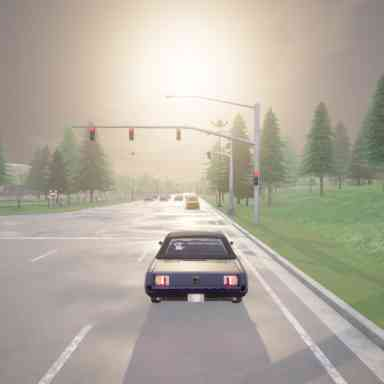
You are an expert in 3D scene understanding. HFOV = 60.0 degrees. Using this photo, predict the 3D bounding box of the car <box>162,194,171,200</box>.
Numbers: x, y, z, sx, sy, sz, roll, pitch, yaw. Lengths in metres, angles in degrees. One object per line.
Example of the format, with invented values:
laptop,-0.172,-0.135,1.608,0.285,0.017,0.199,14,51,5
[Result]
car,-6.801,1.372,90.868,2.033,1.411,5.357,0,0,0

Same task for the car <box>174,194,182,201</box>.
car,-3.323,1.545,80.857,1.994,1.385,4.181,0,0,0

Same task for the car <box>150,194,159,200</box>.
car,-10.301,1.332,90.875,1.837,1.490,4.892,0,0,0

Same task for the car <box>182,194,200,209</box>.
car,-0.018,1.081,46.350,1.882,1.535,5.008,-3,17,-3

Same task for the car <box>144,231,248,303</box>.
car,0.097,1.601,8.145,1.895,1.301,4.718,0,0,1

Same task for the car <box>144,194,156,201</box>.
car,-10.324,1.531,80.456,2.033,1.411,5.357,0,0,0

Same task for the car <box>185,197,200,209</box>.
car,0.069,1.576,49.813,2.033,1.411,5.357,-1,1,0

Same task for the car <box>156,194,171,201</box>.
car,-6.824,1.531,80.448,2.033,1.411,5.357,0,0,0

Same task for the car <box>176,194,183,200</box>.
car,-3.301,1.356,90.860,1.812,1.442,4.674,0,0,0
